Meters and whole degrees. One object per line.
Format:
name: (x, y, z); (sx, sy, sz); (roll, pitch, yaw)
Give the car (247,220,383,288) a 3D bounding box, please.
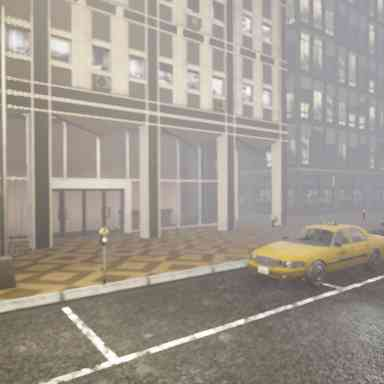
car: (3.621, 1.484, 9.145); (4.829, 1.417, 1.752); (0, 0, -35)
